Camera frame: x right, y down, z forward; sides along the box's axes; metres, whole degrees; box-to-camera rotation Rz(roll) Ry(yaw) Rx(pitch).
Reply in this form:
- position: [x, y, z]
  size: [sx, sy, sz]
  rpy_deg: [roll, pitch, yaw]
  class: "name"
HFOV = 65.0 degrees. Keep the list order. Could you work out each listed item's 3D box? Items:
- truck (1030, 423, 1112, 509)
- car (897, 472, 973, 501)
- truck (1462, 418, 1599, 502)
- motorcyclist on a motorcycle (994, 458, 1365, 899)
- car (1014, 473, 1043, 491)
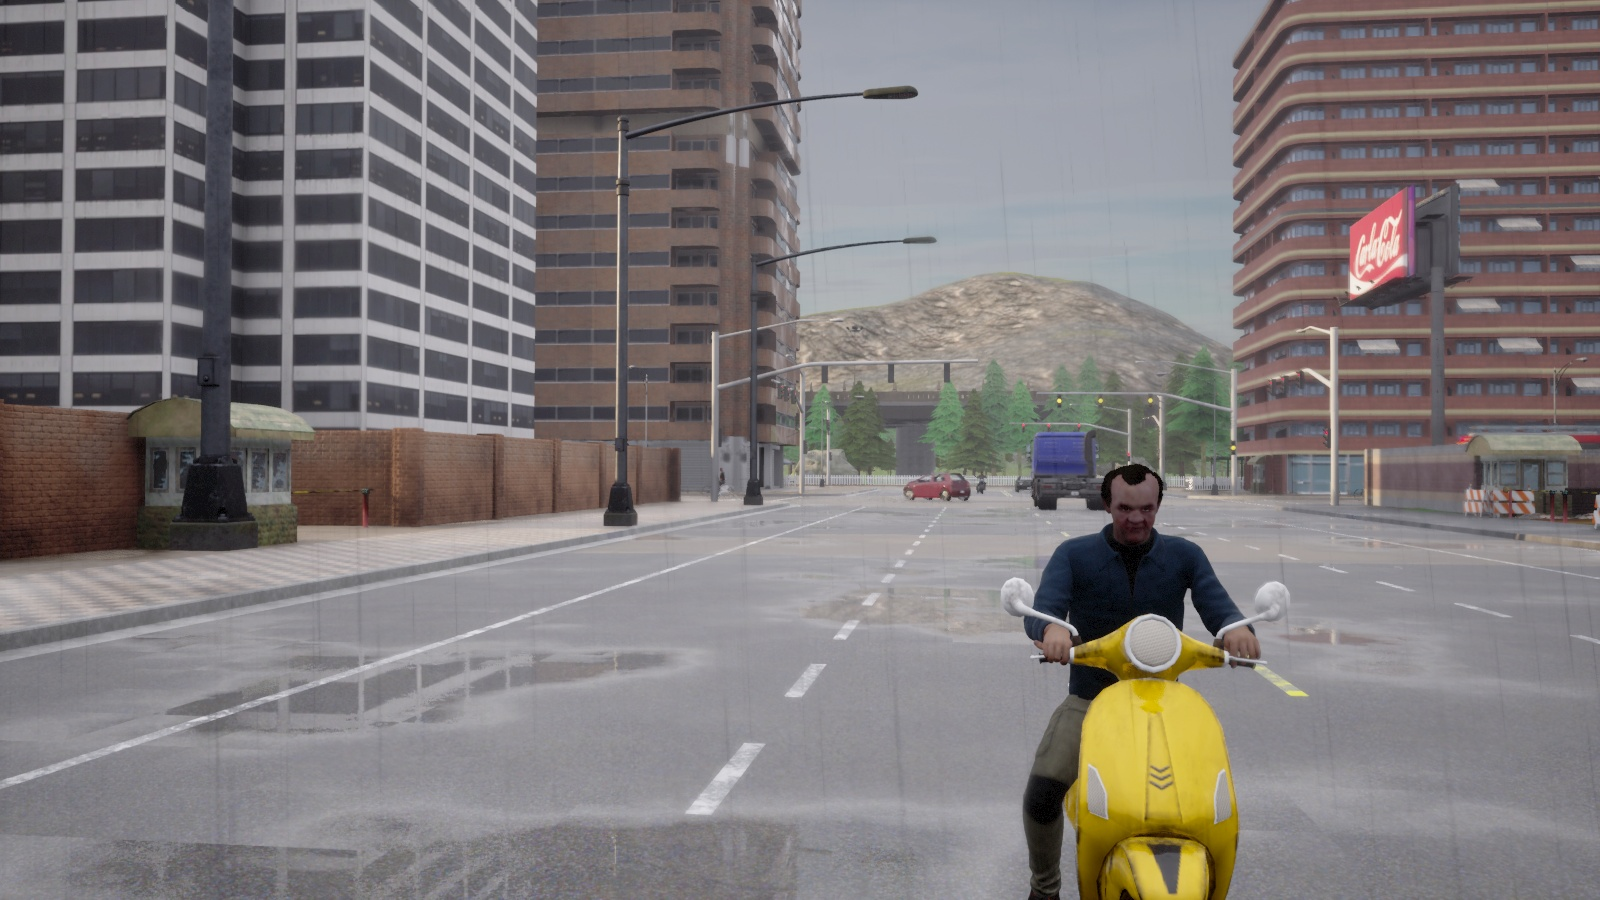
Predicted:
- position: [11.667, 0.703, 54.745]
  size: [2.891, 3.462, 7.936]
  rpy_deg: [0, -1, 8]
  class: "truck"
- position: [7.077, 1.905, 65.972]
  size: [1.845, 1.501, 3.633]
  rpy_deg: [1, -1, -43]
  class: "car"
- position: [35.937, 0.487, 58.575]
  size: [8.468, 3.827, 2.891]
  rpy_deg: [0, -1, 7]
  class: "truck"
- position: [1.080, 0.831, 4.042]
  size: [0.866, 1.590, 1.817]
  rpy_deg: [0, -1, 8]
  class: "motorcyclist on a motorcycle"
- position: [17.337, 2.444, 95.418]
  size: [1.895, 1.301, 4.718]
  rpy_deg: [0, -1, 8]
  class: "car"
